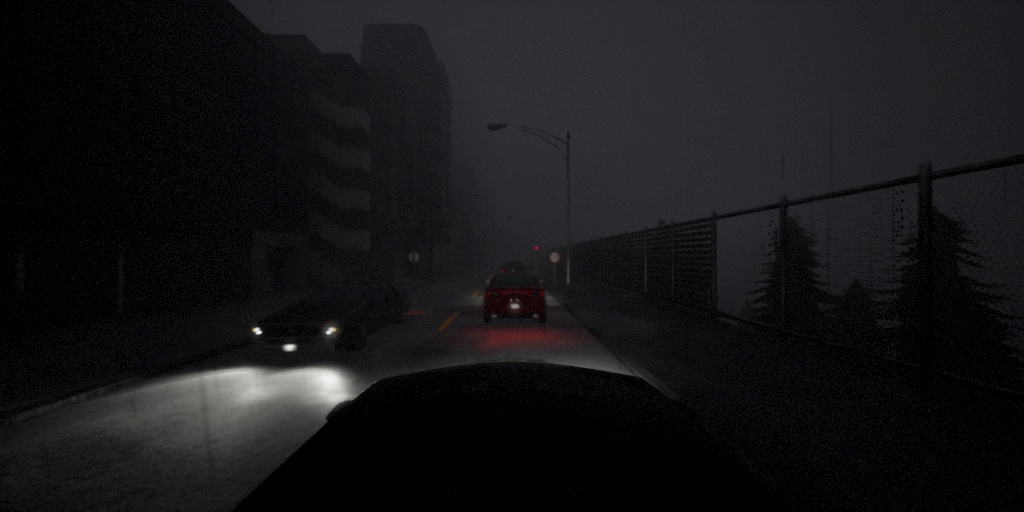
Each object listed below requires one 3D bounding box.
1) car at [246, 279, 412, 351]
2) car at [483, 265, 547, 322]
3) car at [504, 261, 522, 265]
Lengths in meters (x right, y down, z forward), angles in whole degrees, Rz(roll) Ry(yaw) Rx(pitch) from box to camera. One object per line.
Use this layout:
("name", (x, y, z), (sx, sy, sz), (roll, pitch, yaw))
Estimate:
("car", (-4.102, 1.315, 9.276), (2.033, 1.411, 5.357), (0, 0, 0))
("car", (0.091, 1.253, 12.422), (1.882, 1.535, 5.008), (0, 0, 0))
("car", (0.094, 1.167, 28.957), (2.097, 1.767, 4.553), (0, 0, 0))
